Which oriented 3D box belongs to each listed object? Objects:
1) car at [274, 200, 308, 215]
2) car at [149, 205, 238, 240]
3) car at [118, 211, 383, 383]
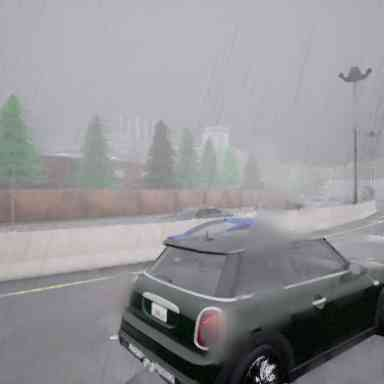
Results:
[{"bbox_3d":[10.387,1.569,34.586,1.895,1.301,4.718,0,0,36],"label":"car"},{"bbox_3d":[0.222,1.522,17.969,4.892,1.490,1.837,0,0,-43],"label":"car"},{"bbox_3d":[1.312,1.350,5.018,4.553,1.767,2.097,0,0,-38],"label":"car"}]
